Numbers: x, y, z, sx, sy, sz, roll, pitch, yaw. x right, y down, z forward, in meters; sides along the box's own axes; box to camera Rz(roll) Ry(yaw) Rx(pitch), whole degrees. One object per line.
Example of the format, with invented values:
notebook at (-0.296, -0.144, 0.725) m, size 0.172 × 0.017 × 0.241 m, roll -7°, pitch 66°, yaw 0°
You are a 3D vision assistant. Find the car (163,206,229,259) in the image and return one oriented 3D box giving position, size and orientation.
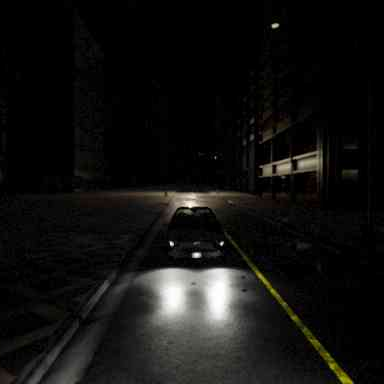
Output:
car at (0.070, 1.214, 11.482) m, size 2.033 × 1.411 × 5.357 m, roll 0°, pitch 2°, yaw -1°
